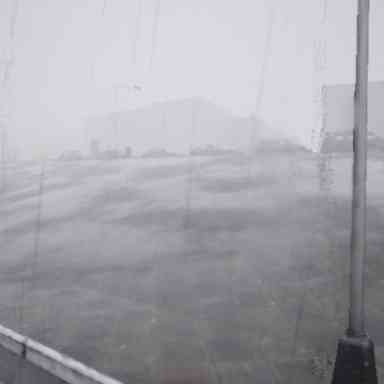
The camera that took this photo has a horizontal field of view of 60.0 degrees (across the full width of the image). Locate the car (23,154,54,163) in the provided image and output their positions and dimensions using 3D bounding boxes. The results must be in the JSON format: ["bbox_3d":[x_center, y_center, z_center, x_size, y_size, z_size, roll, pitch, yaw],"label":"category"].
[{"bbox_3d":[-17.308,-3.766,39.497,5.008,1.535,2.097,1,1,32],"label":"car"}]

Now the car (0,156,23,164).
[{"bbox_3d":[-22.020,-3.827,42.426,4.674,1.452,2.002,1,1,33],"label":"car"}]

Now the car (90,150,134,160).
[{"bbox_3d":[-7.562,-3.530,33.879,4.792,1.488,2.163,1,1,29],"label":"car"}]

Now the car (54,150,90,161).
[{"bbox_3d":[-12.554,-3.790,36.680,4.553,1.767,2.185,1,1,31],"label":"car"}]

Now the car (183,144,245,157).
[{"bbox_3d":[2.133,-3.357,28.812,4.892,1.521,2.231,1,1,27],"label":"car"}]

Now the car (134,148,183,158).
[{"bbox_3d":[-2.699,-3.419,31.271,4.674,1.452,2.002,1,1,28],"label":"car"}]

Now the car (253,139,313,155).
[{"bbox_3d":[7.213,-3.361,26.369,4.553,1.767,2.185,1,1,26],"label":"car"}]

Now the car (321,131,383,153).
[{"bbox_3d":[12.314,-3.343,24.029,5.566,2.045,2.435,2,1,25],"label":"car"}]
